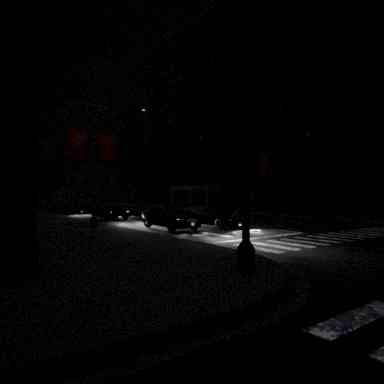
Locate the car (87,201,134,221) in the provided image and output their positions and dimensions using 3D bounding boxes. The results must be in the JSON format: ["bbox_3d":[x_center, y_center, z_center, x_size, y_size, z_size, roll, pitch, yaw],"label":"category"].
[{"bbox_3d":[-7.082,1.695,28.581,1.895,1.301,4.718,0,0,-36],"label":"car"}]

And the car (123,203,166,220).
[{"bbox_3d":[-4.440,1.701,30.470,1.895,1.301,4.718,0,0,-36],"label":"car"}]

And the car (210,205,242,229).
[{"bbox_3d":[1.454,1.609,22.338,2.033,1.411,5.357,0,0,-33],"label":"car"}]

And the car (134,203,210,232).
[{"bbox_3d":[-1.387,1.548,20.661,2.128,1.511,4.902,0,0,-36],"label":"car"}]

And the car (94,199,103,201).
[{"bbox_3d":[-11.668,1.639,40.553,2.128,1.511,4.902,0,0,-35],"label":"car"}]

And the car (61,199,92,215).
[{"bbox_3d":[-13.012,1.680,36.848,2.033,1.411,5.357,0,0,-35],"label":"car"}]
